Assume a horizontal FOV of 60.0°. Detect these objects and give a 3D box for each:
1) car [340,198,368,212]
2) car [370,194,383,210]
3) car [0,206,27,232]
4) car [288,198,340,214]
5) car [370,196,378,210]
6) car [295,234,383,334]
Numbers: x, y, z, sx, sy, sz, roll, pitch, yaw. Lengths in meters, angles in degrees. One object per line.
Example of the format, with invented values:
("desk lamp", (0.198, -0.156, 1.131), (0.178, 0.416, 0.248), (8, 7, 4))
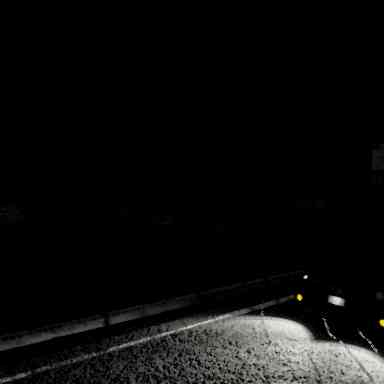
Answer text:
("car", (17.085, 1.459, 38.661), (2.097, 1.535, 5.008), (0, 0, -35))
("car", (23.913, 1.385, 43.478), (2.185, 1.767, 4.553), (1, 0, -35))
("car", (-10.664, 1.491, 18.921), (2.002, 1.452, 4.674), (0, 0, -35))
("car", (12.553, 1.442, 35.426), (2.097, 1.535, 5.008), (0, 0, -35))
("car", (19.357, 1.513, 40.274), (2.002, 1.452, 4.674), (0, 0, -35))
("car", (3.936, 1.558, 6.487), (4.181, 1.385, 1.994), (0, 0, -35))
